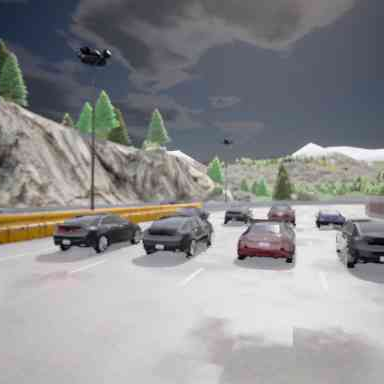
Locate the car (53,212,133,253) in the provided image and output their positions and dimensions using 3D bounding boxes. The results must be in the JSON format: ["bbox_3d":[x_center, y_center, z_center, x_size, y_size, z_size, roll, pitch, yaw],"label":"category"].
[{"bbox_3d":[-3.883,1.661,14.504,1.837,1.490,4.892,0,-2,17],"label":"car"}]

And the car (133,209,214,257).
[{"bbox_3d":[-0.404,1.684,13.900,1.837,1.490,4.892,0,0,17],"label":"car"}]

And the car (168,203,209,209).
[{"bbox_3d":[-0.043,1.899,27.153,2.033,1.411,5.357,0,-1,18],"label":"car"}]

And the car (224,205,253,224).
[{"bbox_3d":[3.995,1.901,28.230,1.837,1.490,4.892,0,0,18],"label":"car"}]

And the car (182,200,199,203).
[{"bbox_3d":[0.778,2.343,65.004,2.128,1.511,4.902,0,-1,30],"label":"car"}]

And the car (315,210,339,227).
[{"bbox_3d":[10.490,2.010,25.585,1.895,1.301,4.718,0,-1,18],"label":"car"}]

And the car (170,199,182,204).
[{"bbox_3d":[-2.042,2.408,67.150,1.994,1.385,4.181,0,-1,30],"label":"car"}]

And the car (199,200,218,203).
[{"bbox_3d":[3.669,2.365,62.997,1.812,1.442,4.674,0,-1,30],"label":"car"}]

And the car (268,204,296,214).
[{"bbox_3d":[7.311,1.756,27.098,2.097,1.767,4.553,0,-1,18],"label":"car"}]

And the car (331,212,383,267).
[{"bbox_3d":[6.292,1.707,11.860,1.837,1.490,4.892,0,0,17],"label":"car"}]

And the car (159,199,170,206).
[{"bbox_3d":[-4.991,2.209,69.034,2.097,1.767,4.553,0,-1,30],"label":"car"}]

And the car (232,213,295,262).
[{"bbox_3d":[3.013,1.758,13.097,1.994,1.385,4.181,0,-1,18],"label":"car"}]
